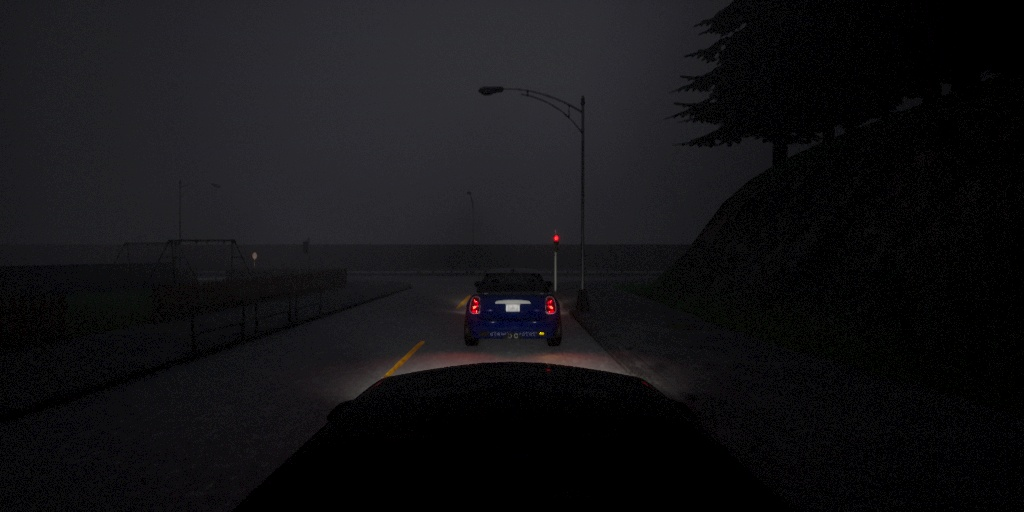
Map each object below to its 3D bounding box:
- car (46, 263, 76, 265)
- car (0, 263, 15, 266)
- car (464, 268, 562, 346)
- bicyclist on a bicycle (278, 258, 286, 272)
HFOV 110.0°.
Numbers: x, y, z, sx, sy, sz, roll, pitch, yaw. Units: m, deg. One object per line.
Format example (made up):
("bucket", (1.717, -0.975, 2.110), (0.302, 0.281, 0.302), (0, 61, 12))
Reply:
("car", (-36.697, 1.281, 29.335), (4.181, 1.385, 1.994), (0, 0, 0))
("car", (-48.578, 1.313, 33.476), (4.718, 1.301, 1.895), (0, 0, 1))
("car", (0.036, 1.093, 9.537), (2.097, 1.767, 4.553), (0, 0, 0))
("bicyclist on a bicycle", (-24.264, 1.056, 37.725), (0.582, 1.620, 1.656), (0, 0, 0))
